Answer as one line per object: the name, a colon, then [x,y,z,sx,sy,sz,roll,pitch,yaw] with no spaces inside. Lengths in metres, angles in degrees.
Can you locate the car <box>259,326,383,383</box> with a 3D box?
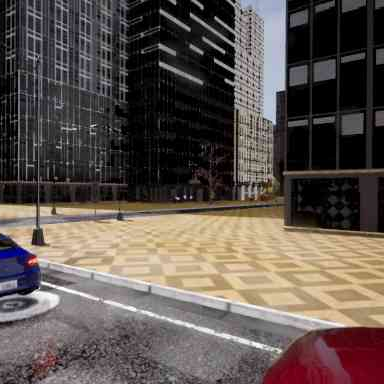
car: [2.419,1.564,1.950,4.181,1.385,1.994,0,0,35]

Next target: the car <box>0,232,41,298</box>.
car: [-5.179,1.523,7.384,4.674,1.442,1.812,0,0,36]
